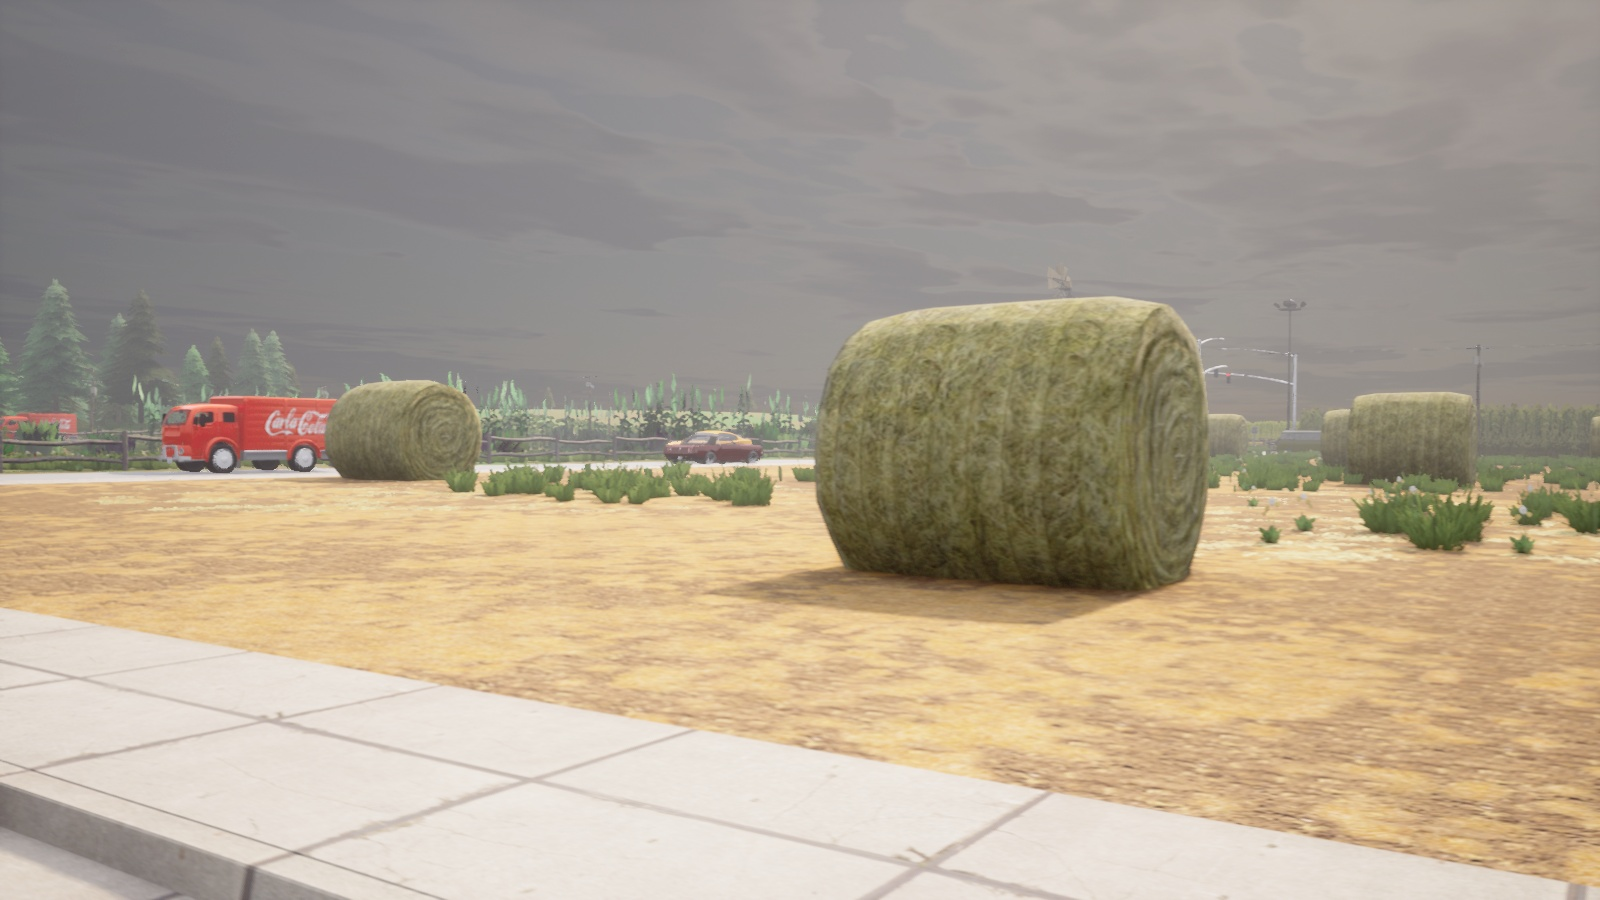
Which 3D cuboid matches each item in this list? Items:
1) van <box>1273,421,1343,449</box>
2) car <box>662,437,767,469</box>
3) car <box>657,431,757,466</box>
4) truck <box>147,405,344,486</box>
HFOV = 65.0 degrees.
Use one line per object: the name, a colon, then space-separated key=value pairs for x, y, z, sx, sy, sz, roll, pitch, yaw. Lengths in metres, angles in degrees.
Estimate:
van: x=37.017 y=-1.099 z=91.564 sx=4.442 sy=1.987 sz=1.775 roll=0 pitch=1 yaw=35
car: x=-3.640 y=0.091 z=54.355 sx=1.895 sy=1.301 sz=4.718 roll=0 pitch=1 yaw=36
car: x=-4.340 y=-0.092 z=59.307 sx=1.882 sy=1.535 sz=5.008 roll=0 pitch=1 yaw=36
truck: x=-17.933 y=-0.181 z=40.850 sx=2.627 sy=2.467 sz=5.204 roll=0 pitch=1 yaw=36
